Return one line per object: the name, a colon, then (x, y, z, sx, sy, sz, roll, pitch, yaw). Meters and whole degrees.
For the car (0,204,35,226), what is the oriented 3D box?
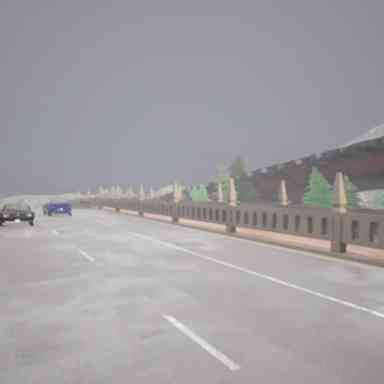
car: (-11.563, 1.419, 21.871, 1.895, 1.301, 4.718, 1, 0, -30)

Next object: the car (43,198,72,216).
car: (-12.100, 1.271, 29.777, 1.882, 1.535, 5.008, 1, 0, -30)
